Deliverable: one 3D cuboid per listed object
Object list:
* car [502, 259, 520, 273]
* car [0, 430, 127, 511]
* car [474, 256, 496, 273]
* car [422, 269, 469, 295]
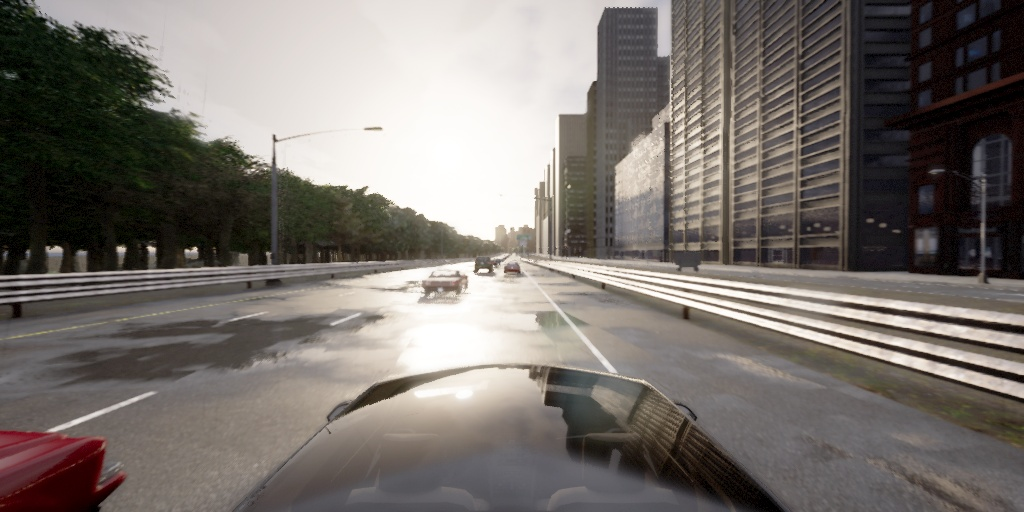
[{"bbox_3d":[0.008,1.372,45.186,1.994,1.385,4.181,0,0,0],"label":"car"},{"bbox_3d":[-3.499,1.351,0.192,1.895,1.301,4.718,0,0,0],"label":"car"},{"bbox_3d":[-3.597,1.033,45.880,2.150,2.045,5.566,0,0,0],"label":"car"},{"bbox_3d":[-3.515,1.366,19.847,1.895,1.301,4.718,0,0,0],"label":"car"}]
